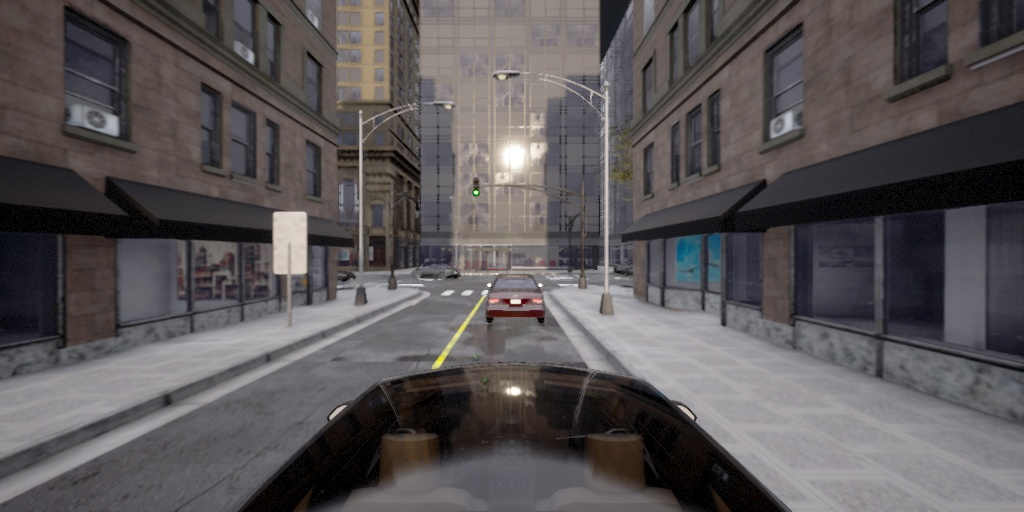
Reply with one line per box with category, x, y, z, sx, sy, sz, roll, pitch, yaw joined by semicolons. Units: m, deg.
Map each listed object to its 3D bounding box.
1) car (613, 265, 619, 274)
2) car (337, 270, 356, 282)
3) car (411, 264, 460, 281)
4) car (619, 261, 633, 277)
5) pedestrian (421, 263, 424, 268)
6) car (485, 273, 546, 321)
car;12.313;1.124;34.771;4.892;1.490;1.837;0;0;-1
car;-15.121;1.405;27.977;5.357;1.411;2.033;0;0;2
car;-6.581;1.347;30.747;4.181;1.385;1.994;0;0;24
car;12.657;1.178;31.518;5.357;1.411;2.033;0;0;0
pedestrian;-9.717;1.302;38.828;0.500;1.100;0.500;0;1;0
car;0.101;1.299;12.346;2.033;1.411;5.357;0;0;0
